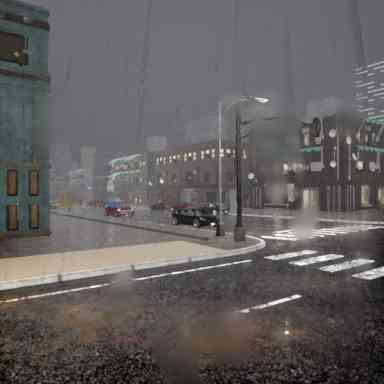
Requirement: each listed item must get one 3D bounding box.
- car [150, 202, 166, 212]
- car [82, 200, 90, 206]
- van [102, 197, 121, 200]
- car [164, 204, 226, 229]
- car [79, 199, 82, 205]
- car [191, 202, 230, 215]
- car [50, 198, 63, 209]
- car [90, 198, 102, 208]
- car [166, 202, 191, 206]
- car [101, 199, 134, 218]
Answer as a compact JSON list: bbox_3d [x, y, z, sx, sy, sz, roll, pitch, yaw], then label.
[{"bbox_3d":[-4.142,1.966,44.894,1.802,1.307,4.206,-1,0,-35],"label":"car"},{"bbox_3d":[-20.134,2.228,67.483,1.887,1.381,4.507,-1,0,-35],"label":"car"},{"bbox_3d":[-13.743,1.907,58.447,1.690,1.788,3.998,-1,0,-35],"label":"van"},{"bbox_3d":[0.134,1.814,24.137,1.947,1.339,4.313,-1,0,-35],"label":"car"},{"bbox_3d":[-26.530,2.364,76.519,1.947,1.339,4.313,-1,0,-35],"label":"car"},{"bbox_3d":[2.252,1.810,35.859,2.008,1.369,4.403,-2,0,-35],"label":"car"},{"bbox_3d":[-23.677,2.233,57.983,1.752,1.417,4.829,-1,0,-35],"label":"car"},{"bbox_3d":[-16.942,1.940,62.965,2.192,1.841,5.009,-1,0,-35],"label":"car"},{"bbox_3d":[-0.945,1.904,40.377,1.802,1.307,4.206,-2,0,-35],"label":"car"},{"bbox_3d":[-7.787,1.846,35.533,1.967,1.590,4.097,-1,0,-35],"label":"car"}]
